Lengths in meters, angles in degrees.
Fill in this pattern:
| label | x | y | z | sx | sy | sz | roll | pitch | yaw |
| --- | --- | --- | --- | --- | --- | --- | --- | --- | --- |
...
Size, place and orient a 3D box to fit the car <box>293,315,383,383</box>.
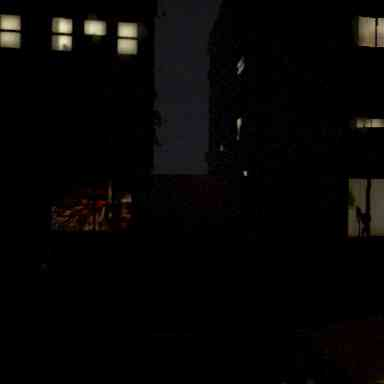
| label | x | y | z | sx | sy | sz | roll | pitch | yaw |
| --- | --- | --- | --- | --- | --- | --- | --- | --- | --- |
| car | 3.510 | 1.554 | 3.284 | 4.829 | 1.417 | 1.752 | 1 | 0 | -6 |
